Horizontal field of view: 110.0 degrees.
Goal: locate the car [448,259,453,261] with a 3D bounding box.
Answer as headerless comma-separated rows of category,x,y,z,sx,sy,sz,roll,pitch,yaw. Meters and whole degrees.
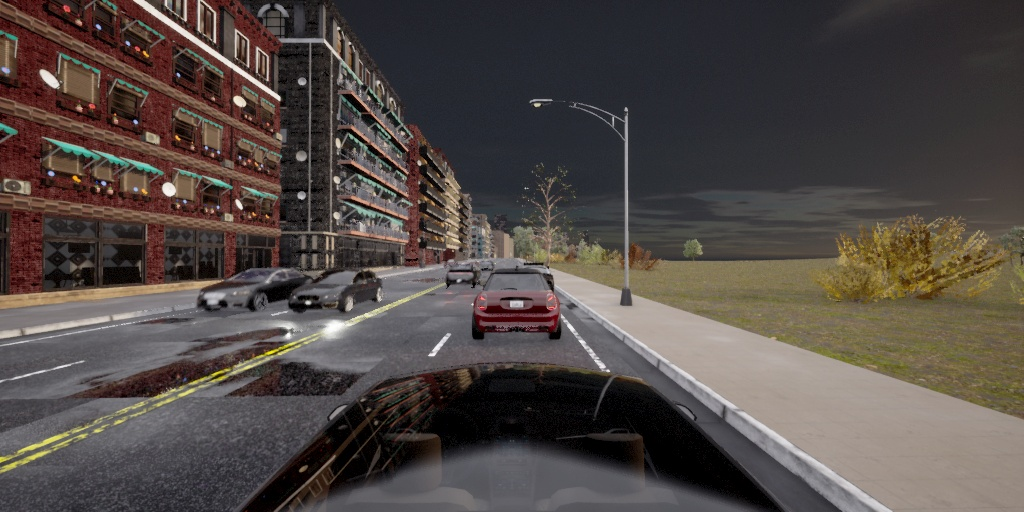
car,-9.723,1.276,57.085,1.812,1.442,4.674,0,0,0

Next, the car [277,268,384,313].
car,-6.578,1.256,13.998,1.837,1.490,4.892,0,0,0

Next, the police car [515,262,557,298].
police car,1.173,1.178,19.680,1.930,1.638,5.238,0,0,0

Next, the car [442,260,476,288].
car,-3.106,1.245,23.572,2.128,1.511,4.902,0,0,0

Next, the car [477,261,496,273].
car,-3.062,1.298,44.113,2.033,1.411,5.357,0,0,0

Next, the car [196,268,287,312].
car,-9.826,1.243,14.236,2.128,1.511,4.902,0,0,0

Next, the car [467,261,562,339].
car,0.112,1.103,10.184,2.097,1.767,4.553,0,0,0
